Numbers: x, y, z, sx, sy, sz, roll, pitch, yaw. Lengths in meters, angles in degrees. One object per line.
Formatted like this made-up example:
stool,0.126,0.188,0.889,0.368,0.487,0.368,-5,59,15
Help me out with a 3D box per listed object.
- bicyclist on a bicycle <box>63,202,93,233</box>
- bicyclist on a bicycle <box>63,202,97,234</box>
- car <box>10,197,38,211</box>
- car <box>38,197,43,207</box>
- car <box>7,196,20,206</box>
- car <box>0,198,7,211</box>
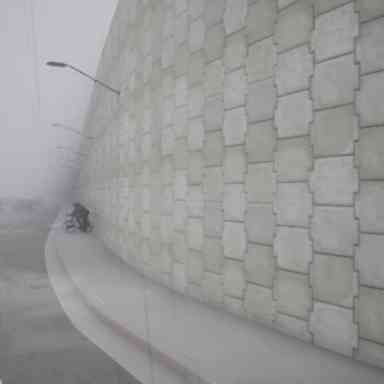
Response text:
bicyclist on a bicycle,-6.007,1.370,17.443,1.656,1.620,0.582,-1,-2,9
bicyclist on a bicycle,-6.070,1.360,18.048,0.582,1.620,1.656,-1,-2,40
car,-21.222,1.649,42.096,2.033,1.411,5.357,0,0,-21
car,-25.647,1.702,53.674,1.994,1.385,4.181,0,0,-20
car,-28.792,1.656,52.092,2.033,1.411,5.357,0,0,-20
car,-24.020,1.291,39.564,2.150,2.045,5.566,0,0,-21
